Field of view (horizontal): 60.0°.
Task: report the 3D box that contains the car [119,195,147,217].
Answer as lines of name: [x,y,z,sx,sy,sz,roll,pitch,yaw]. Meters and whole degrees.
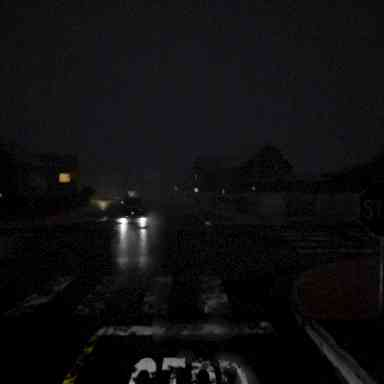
car: [-4.712,1.198,26.879,1.837,1.490,4.892,0,3,-8]
